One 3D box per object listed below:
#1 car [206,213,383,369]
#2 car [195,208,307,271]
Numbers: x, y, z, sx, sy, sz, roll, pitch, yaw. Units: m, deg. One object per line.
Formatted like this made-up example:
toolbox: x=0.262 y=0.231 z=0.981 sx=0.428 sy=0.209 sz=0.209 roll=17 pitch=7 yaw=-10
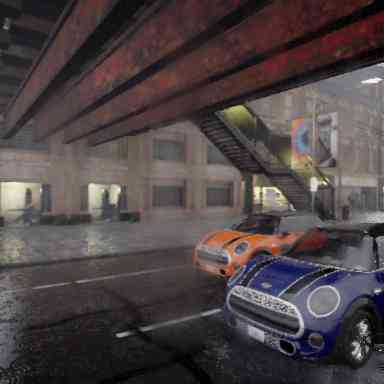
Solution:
car: x=2.733 y=1.387 z=5.914 sx=4.553 sy=1.767 sz=2.097 roll=1 pitch=0 yaw=-35
car: x=2.285 y=1.392 z=9.881 sx=4.553 sy=1.767 sz=2.097 roll=1 pitch=0 yaw=-35
